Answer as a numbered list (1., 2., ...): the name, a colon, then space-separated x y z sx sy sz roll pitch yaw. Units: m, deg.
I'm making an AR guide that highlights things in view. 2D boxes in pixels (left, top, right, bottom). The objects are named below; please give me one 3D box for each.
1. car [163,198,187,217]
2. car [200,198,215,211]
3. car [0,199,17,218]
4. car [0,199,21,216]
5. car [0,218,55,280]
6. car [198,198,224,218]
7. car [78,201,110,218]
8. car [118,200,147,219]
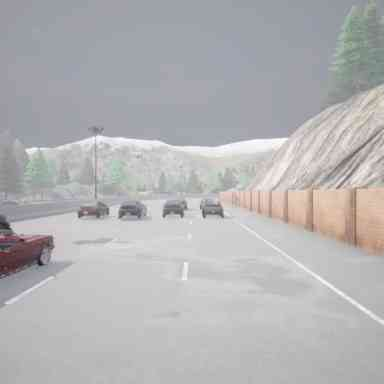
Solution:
1. car: -1.664 1.505 31.105 1.837 1.490 4.892 0 0 0
2. car: 1.924 1.526 42.428 1.812 1.442 4.674 0 0 1
3. car: -8.818 1.222 11.848 2.150 2.045 5.566 0 0 0
4. car: -19.286 1.492 32.924 2.128 1.511 4.902 0 0 1
5. car: -5.344 1.601 8.564 1.895 1.301 4.718 0 0 0
6. car: 1.832 1.492 30.636 2.128 1.511 4.902 0 0 0
7. car: -8.677 1.526 29.514 1.812 1.442 4.674 0 0 0
8. car: -5.180 1.505 29.400 1.837 1.490 4.892 0 0 0
